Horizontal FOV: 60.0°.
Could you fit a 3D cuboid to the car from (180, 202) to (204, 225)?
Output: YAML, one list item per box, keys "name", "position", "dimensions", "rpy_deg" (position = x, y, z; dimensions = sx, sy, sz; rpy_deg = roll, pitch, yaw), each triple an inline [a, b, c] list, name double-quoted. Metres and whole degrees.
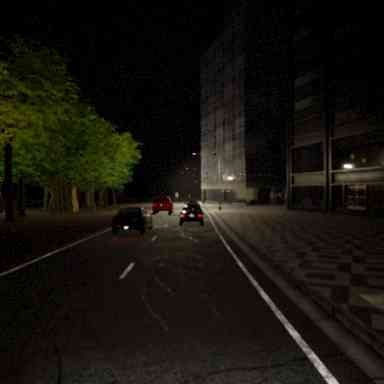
- name: "car"
  position: [0.006, 1.768, 26.330]
  dimensions: [2.033, 1.411, 5.357]
  rpy_deg: [0, 0, 1]

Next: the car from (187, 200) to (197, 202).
- name: "car"
  position: [0.044, 1.868, 42.878]
  dimensions: [1.837, 1.490, 4.892]
  rpy_deg: [0, 0, -1]

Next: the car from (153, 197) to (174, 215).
- name: "car"
  position: [-3.379, 1.573, 39.172]
  dimensions: [2.150, 2.045, 5.566]
  rpy_deg: [0, -1, 0]

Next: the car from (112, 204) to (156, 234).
- name: "car"
  position: [-3.568, 1.697, 20.488]
  dimensions: [1.837, 1.490, 4.892]
  rpy_deg: [0, 0, 0]
